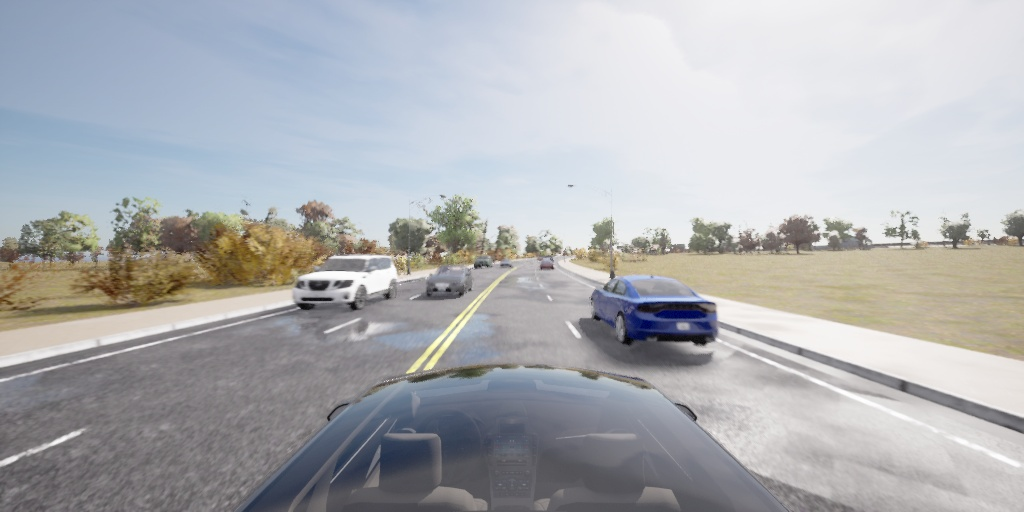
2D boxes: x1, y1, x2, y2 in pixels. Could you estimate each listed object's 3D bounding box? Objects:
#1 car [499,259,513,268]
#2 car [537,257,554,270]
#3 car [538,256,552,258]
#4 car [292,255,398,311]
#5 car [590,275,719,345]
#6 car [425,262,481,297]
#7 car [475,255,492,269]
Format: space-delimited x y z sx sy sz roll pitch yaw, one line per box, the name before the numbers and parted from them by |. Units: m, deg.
car | -0.904 1.230 59.842 2.033 1.411 5.357 0 0 5
car | 5.006 1.274 51.598 1.994 1.385 4.181 0 0 4
car | 5.863 1.205 62.490 1.812 1.442 4.674 0 0 5
car | -6.470 0.958 14.738 2.150 2.045 5.566 0 0 1
car | 3.408 1.236 9.556 1.882 1.535 5.008 0 0 1
car | -3.121 1.234 18.729 2.128 1.511 4.902 0 0 2
car | -4.433 0.914 56.451 2.150 2.045 5.566 0 0 5
